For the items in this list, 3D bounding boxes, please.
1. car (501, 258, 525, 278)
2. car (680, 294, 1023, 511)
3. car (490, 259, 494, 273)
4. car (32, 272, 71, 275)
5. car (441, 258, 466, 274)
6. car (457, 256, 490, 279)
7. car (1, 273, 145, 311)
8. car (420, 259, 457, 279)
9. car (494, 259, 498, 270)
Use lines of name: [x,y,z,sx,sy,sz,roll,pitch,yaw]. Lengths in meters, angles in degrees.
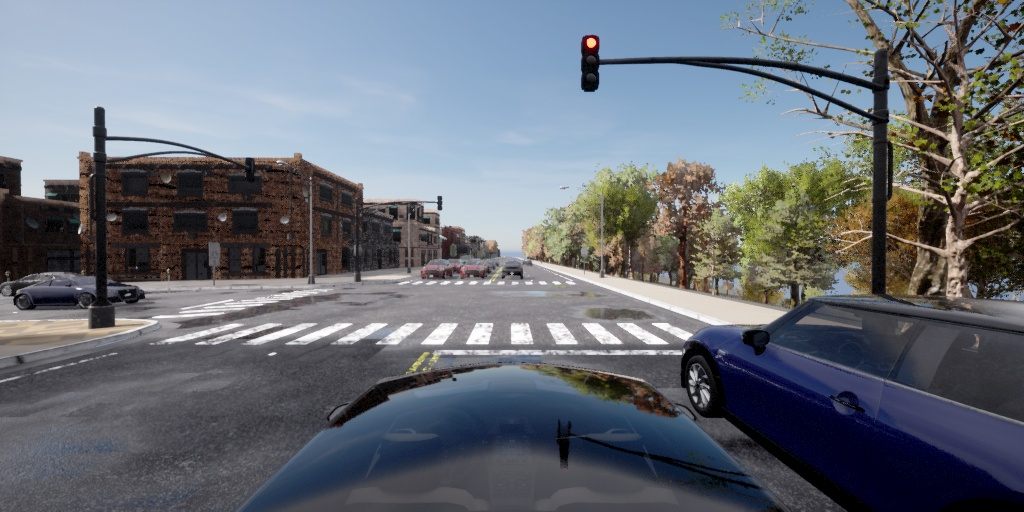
car: [0.044,1.250,33.398,1.837,1.490,4.892,0,0,1]
car: [3.350,1.102,3.068,2.097,1.767,4.553,0,0,0]
car: [-3.401,1.223,41.360,1.882,1.535,5.008,0,0,0]
car: [-28.327,1.671,21.900,4.403,1.370,2.007,0,0,-1]
car: [-6.650,1.098,41.081,2.097,1.767,4.553,0,0,0]
car: [-3.375,1.098,32.263,2.097,1.767,4.553,0,0,0]
car: [-19.348,1.605,16.159,4.181,1.385,1.994,-1,1,-1]
car: [-6.689,1.098,32.278,2.097,1.767,4.553,0,0,2]
car: [-3.420,1.308,51.358,1.994,1.385,4.181,0,0,1]
